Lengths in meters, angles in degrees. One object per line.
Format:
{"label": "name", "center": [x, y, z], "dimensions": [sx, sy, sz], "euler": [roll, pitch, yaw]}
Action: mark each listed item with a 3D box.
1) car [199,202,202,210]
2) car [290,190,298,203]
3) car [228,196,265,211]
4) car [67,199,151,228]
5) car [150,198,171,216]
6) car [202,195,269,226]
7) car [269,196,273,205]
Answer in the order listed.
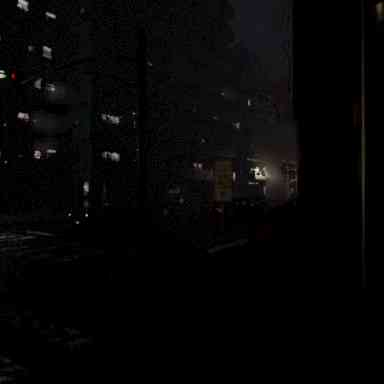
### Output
{"label": "car", "center": [2.458, 1.131, 34.097], "dimensions": [2.008, 1.369, 4.403], "euler": [0, 1, 36]}
{"label": "car", "center": [16.205, 0.691, 48.499], "dimensions": [2.150, 2.045, 5.566], "euler": [0, 0, 36]}
{"label": "car", "center": [5.674, 1.154, 34.125], "dimensions": [1.895, 1.301, 4.718], "euler": [0, 0, 36]}
{"label": "car", "center": [-4.866, 1.295, 19.558], "dimensions": [1.895, 1.301, 4.718], "euler": [0, 0, 35]}
{"label": "car", "center": [-3.542, 1.204, 25.969], "dimensions": [1.887, 1.381, 4.507], "euler": [0, 1, 36]}
{"label": "car", "center": [2.690, 1.068, 19.943], "dimensions": [1.967, 1.590, 4.097], "euler": [0, 1, 36]}
{"label": "car", "center": [9.106, 1.059, 43.272], "dimensions": [1.947, 1.339, 4.313], "euler": [0, 1, 36]}
